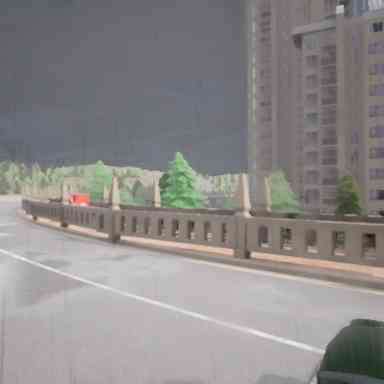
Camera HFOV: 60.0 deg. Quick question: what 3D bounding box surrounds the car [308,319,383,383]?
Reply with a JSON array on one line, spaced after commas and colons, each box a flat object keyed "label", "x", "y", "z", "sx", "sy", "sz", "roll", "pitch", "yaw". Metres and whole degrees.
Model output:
[{"label": "car", "x": 3.113, "y": 1.616, "z": 1.841, "sx": 4.718, "sy": 1.301, "sz": 1.895, "roll": 0, "pitch": 0, "yaw": 35}]

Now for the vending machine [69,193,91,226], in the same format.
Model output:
[{"label": "vending machine", "x": -7.446, "y": 1.152, "z": 22.038, "sx": 1.100, "sy": 2.100, "sz": 0.880, "roll": -1, "pitch": 0, "yaw": -40}]
